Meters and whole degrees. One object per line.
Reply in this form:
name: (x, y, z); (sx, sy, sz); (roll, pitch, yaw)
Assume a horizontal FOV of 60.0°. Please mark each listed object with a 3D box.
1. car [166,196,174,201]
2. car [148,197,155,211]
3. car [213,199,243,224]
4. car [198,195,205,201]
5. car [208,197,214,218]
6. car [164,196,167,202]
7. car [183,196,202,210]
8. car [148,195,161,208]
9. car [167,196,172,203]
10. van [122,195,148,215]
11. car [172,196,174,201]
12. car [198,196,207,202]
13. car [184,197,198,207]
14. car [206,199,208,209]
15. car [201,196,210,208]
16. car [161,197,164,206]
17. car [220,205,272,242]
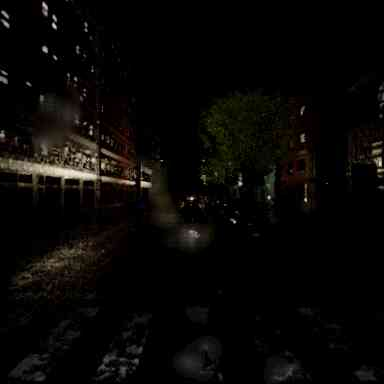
car: (-5.897, 1.658, 90.045); (1.947, 1.339, 4.313); (0, 0, 0)
car: (-5.780, 1.592, 38.775); (1.802, 1.307, 4.206); (0, 0, 0)
car: (2.640, 1.443, 21.702); (1.967, 1.590, 4.097); (0, 0, 0)
car: (2.484, 1.637, 90.061); (1.887, 1.381, 4.507); (0, 0, 0)
car: (2.626, 1.445, 27.398); (1.967, 1.590, 4.097); (0, 0, 0)
car: (-5.819, 1.581, 55.865); (2.008, 1.369, 4.403); (0, 0, 0)
car: (-0.098, 1.579, 43.181); (1.994, 1.385, 4.181); (0, 0, 0)
car: (-5.793, 1.331, 44.472); (2.192, 1.841, 5.009); (0, 0, 0)
car: (-5.858, 1.583, 72.786); (1.752, 1.417, 4.829); (0, 0, 0)
van: (-5.768, 1.347, 33.078); (1.690, 1.788, 3.998); (0, 0, 0)
car: (-5.871, 1.612, 78.653); (1.887, 1.381, 4.507); (0, 0, 0)
car: (2.510, 1.619, 78.670); (2.008, 1.369, 4.403); (0, 0, 0)
car: (-0.121, 1.519, 53.188); (2.128, 1.511, 4.902); (0, 0, 0)
car: (2.614, 1.589, 33.096); (1.802, 1.307, 4.206); (0, 0, 0)
car: (2.588, 1.567, 44.489); (2.008, 1.369, 4.403); (0, 0, 0)
car: (-5.806, 1.588, 50.169); (1.947, 1.339, 4.313); (0, 0, 0)
car: (2.653, 1.552, 16.005); (2.008, 1.369, 4.403); (0, 0, 0)
